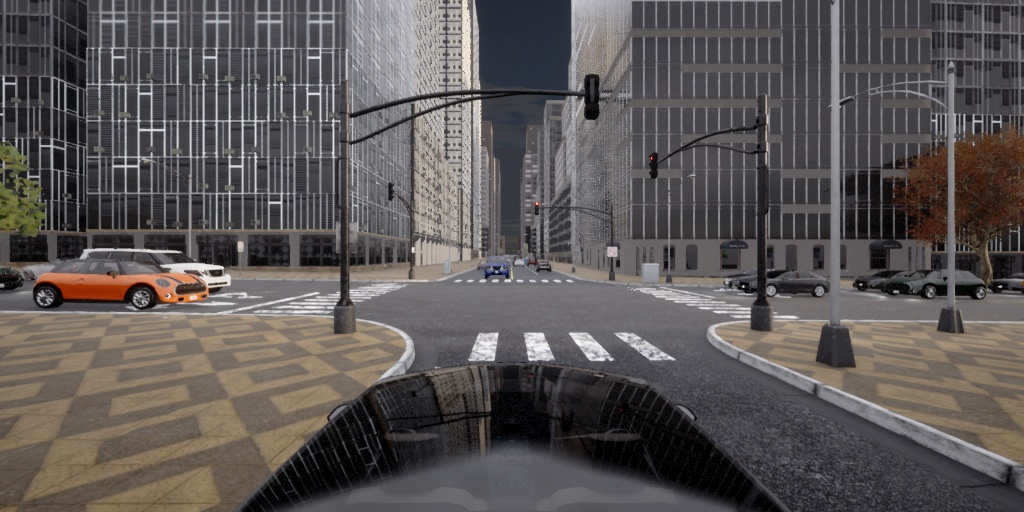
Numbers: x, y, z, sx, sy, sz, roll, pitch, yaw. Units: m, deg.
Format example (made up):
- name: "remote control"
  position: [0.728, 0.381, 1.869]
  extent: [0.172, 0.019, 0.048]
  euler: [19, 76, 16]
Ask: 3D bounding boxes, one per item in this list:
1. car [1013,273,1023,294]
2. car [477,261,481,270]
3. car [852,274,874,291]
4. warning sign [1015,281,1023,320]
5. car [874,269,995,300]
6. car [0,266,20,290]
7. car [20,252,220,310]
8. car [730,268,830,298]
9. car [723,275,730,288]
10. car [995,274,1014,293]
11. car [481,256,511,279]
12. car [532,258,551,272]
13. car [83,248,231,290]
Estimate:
- name: "car"
  position: [34.566, 1.943, 21.749]
  extent: [5.357, 1.411, 2.033]
  euler: [1, 0, -2]
- name: "car"
  position: [-3.995, 1.342, 50.815]
  extent: [1.802, 1.307, 4.207]
  euler: [0, 0, 0]
- name: "car"
  position: [26.284, 1.751, 24.629]
  extent: [4.892, 1.490, 1.837]
  euler: [1, 0, -3]
- name: "warning sign"
  position: [17.280, 1.204, 11.506]
  extent: [1.060, 1.860, 1.300]
  euler: [0, 0, -3]
- name: "car"
  position: [24.981, 1.576, 21.316]
  extent: [4.553, 1.767, 2.097]
  euler: [1, 0, -3]
- name: "car"
  position: [-24.621, 0.675, 15.599]
  extent: [4.553, 1.767, 2.097]
  euler: [1, 0, -2]
- name: "car"
  position: [-13.726, 0.875, 12.839]
  extent: [4.553, 1.767, 2.097]
  euler: [1, 0, -3]
- name: "car"
  position: [15.810, 1.564, 20.910]
  extent: [4.892, 1.490, 1.837]
  euler: [1, 0, -4]
- name: "car"
  position: [16.899, 1.569, 24.202]
  extent: [4.902, 1.511, 2.128]
  euler: [1, 0, -3]
- name: "car"
  position: [36.442, 1.933, 25.085]
  extent: [4.892, 1.490, 1.837]
  euler: [1, 0, -2]
- name: "car"
  position: [-1.372, 0.990, 32.733]
  extent: [2.150, 2.045, 5.566]
  euler: [0, 0, -2]
- name: "car"
  position: [3.954, 1.328, 45.317]
  extent: [1.948, 1.339, 4.313]
  euler: [0, 0, 0]
- name: "car"
  position: [-15.927, 0.704, 15.992]
  extent: [5.566, 2.045, 2.150]
  euler: [1, 0, -3]
